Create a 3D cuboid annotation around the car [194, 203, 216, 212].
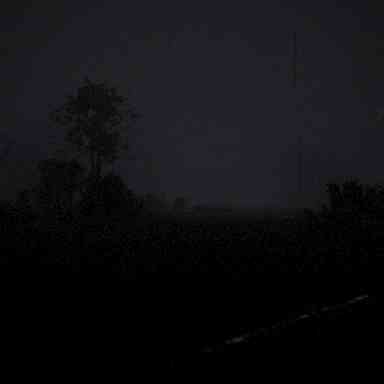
[{"bbox_3d":[1.863,2.403,52.881,1.994,1.385,4.181,2,-2,-35],"label":"car"}]
